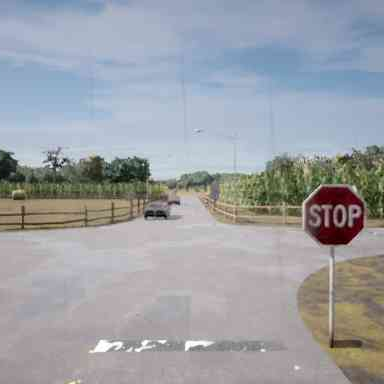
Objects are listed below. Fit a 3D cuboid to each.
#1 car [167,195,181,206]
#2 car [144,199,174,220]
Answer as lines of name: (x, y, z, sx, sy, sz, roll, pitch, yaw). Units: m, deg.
car: (-2.812, 1.281, 52.189, 1.882, 1.535, 5.008, 0, 1, 0)
car: (-2.798, 1.537, 27.576, 1.895, 1.301, 4.718, 0, 0, 1)
